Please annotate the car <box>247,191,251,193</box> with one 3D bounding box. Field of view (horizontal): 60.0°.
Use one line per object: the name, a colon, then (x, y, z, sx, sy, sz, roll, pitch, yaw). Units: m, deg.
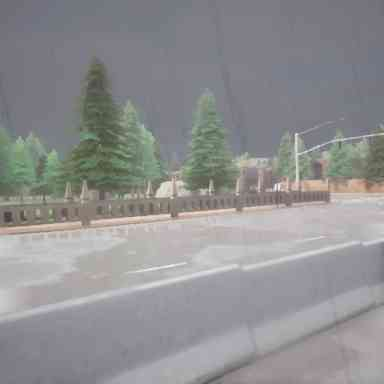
car: (9.123, 0.065, 60.540, 1.882, 1.535, 5.008, -3, 2, -35)
